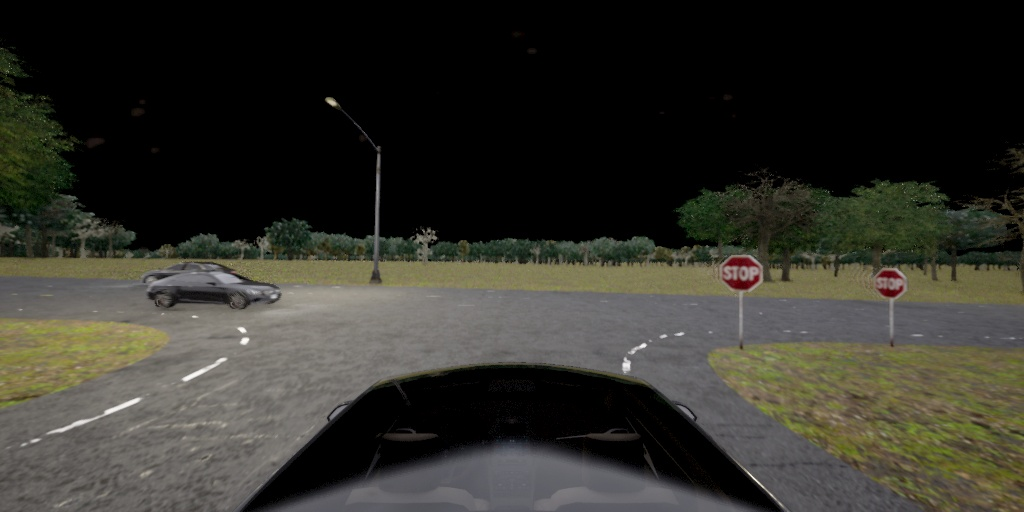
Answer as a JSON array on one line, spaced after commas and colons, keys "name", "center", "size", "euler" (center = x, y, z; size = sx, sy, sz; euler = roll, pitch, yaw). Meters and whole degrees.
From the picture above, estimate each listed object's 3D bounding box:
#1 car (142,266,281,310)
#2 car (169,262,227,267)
[{"name": "car", "center": [-11.964, 1.325, 14.524], "size": [4.674, 1.442, 1.812], "euler": [1, 0, 0]}, {"name": "car", "center": [-19.264, 1.098, 21.537], "size": [4.892, 1.490, 1.837], "euler": [1, 0, 0]}]
